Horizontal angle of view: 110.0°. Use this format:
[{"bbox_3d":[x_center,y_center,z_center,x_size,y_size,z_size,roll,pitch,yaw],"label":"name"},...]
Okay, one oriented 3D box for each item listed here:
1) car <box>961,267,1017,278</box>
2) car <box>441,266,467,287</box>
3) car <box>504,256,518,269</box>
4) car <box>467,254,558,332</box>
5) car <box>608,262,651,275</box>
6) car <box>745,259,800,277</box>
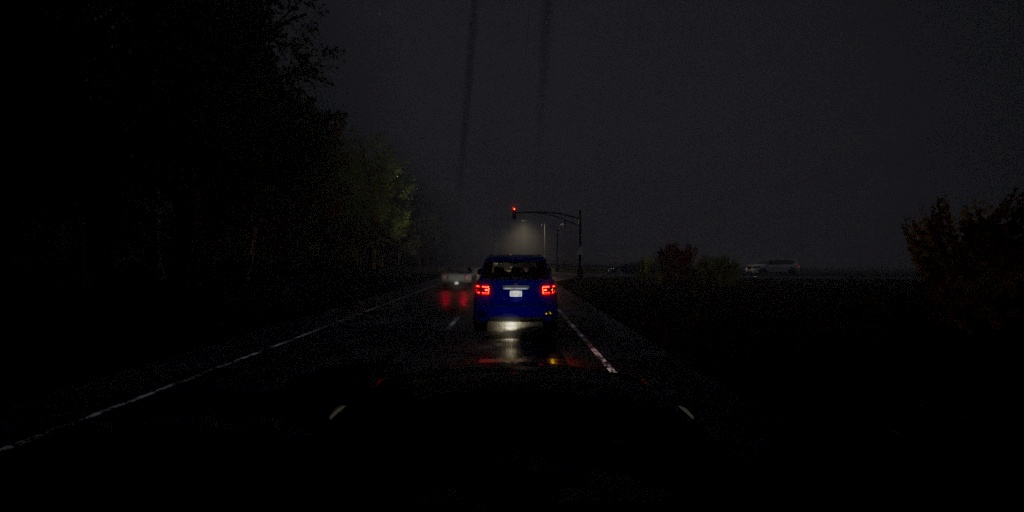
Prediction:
[{"bbox_3d":[52.069,1.880,38.649,4.181,1.385,1.994,1,-1,1],"label":"car"},{"bbox_3d":[-3.429,1.356,24.299,1.895,1.301,4.718,0,0,0],"label":"car"},{"bbox_3d":[-0.086,0.976,58.609,2.150,2.045,5.566,0,0,1],"label":"car"},{"bbox_3d":[0.090,0.974,11.059,2.150,2.045,5.566,0,0,0],"label":"car"},{"bbox_3d":[13.937,1.467,42.581,4.892,1.490,1.837,1,-1,3],"label":"car"},{"bbox_3d":[30.779,1.365,42.347,5.566,2.045,2.150,1,-1,1],"label":"car"}]
